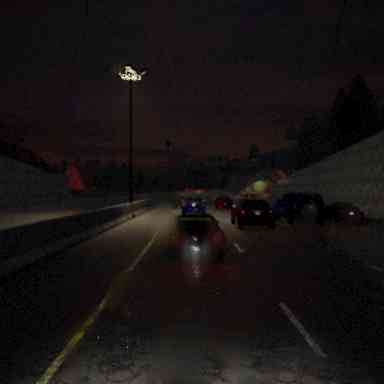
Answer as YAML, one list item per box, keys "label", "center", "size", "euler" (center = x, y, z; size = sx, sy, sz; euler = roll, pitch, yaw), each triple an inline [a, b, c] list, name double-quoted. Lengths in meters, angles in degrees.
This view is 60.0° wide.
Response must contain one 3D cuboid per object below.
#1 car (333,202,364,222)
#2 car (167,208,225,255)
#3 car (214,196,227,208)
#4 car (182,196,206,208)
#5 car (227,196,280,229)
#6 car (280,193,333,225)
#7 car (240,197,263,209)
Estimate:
- label: "car"
  center: [10.638, 1.389, 24.174]
  size: [1.994, 1.385, 4.181]
  euler: [0, 0, 0]
- label: "car"
  center: [0.119, 1.507, 12.829]
  size: [1.895, 1.301, 4.718]
  euler: [0, 0, 0]
- label: "car"
  center: [3.663, 1.193, 39.127]
  size: [1.882, 1.535, 5.008]
  euler: [0, 0, 0]
- label: "car"
  center: [0.148, 1.130, 30.429]
  size: [2.097, 1.767, 4.553]
  euler: [0, 0, 0]
- label: "car"
  center: [3.633, 1.203, 20.551]
  size: [2.097, 1.767, 4.553]
  euler: [0, 0, 0]
- label: "car"
  center: [7.132, 1.058, 22.492]
  size: [2.150, 2.045, 5.566]
  euler: [0, 0, 0]
- label: "car"
  center: [7.164, 1.307, 40.470]
  size: [1.895, 1.301, 4.718]
  euler: [0, 0, 0]
